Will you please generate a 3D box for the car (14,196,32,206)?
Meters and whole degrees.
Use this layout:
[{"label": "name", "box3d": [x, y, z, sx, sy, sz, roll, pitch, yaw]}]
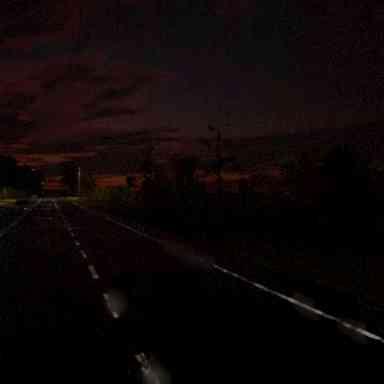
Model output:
[{"label": "car", "box3d": [-28.219, 1.642, 55.149, 1.994, 1.385, 4.181, 0, 0, -23]}]
